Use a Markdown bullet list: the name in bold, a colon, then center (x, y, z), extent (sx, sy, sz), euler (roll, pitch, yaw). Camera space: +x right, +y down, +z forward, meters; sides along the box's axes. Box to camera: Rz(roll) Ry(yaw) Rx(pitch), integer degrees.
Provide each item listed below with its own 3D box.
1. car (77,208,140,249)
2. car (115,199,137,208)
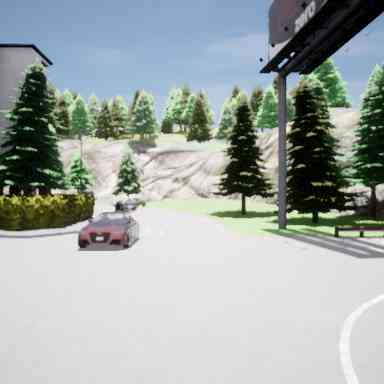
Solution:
- **car**: center (-3.494, 1.591, 14.614), extent (1.994, 1.385, 4.181), euler (0, -1, 0)
- **car**: center (-7.784, 1.596, 39.151), extent (2.128, 1.511, 4.902), euler (0, 0, -23)
